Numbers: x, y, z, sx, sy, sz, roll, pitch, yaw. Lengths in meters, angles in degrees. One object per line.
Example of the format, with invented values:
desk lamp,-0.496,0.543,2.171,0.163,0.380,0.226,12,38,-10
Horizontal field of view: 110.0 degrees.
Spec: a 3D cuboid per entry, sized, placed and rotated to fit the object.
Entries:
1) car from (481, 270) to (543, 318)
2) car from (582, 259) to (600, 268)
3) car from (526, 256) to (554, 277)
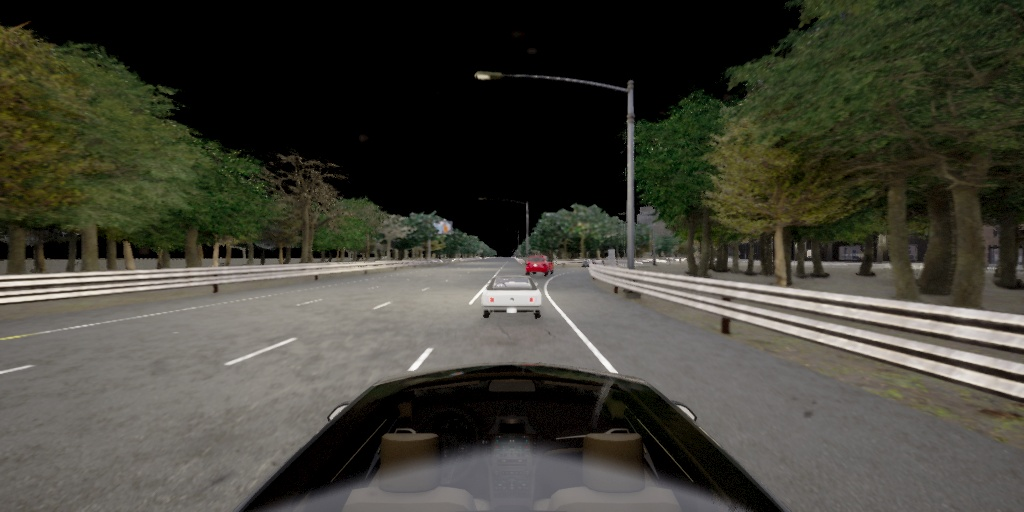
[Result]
car,0.008,1.357,13.040,1.895,1.301,4.718,0,0,0
car,13.324,1.290,60.418,1.812,1.442,4.674,0,0,32
car,2.915,0.993,36.735,2.150,2.045,5.566,0,0,15
